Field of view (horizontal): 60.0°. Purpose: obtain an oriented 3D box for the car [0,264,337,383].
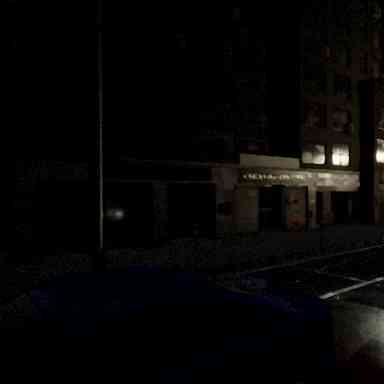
[{"bbox_3d":[-0.837,1.477,2.764,5.008,1.535,1.882,0,0,-36],"label":"car"}]
